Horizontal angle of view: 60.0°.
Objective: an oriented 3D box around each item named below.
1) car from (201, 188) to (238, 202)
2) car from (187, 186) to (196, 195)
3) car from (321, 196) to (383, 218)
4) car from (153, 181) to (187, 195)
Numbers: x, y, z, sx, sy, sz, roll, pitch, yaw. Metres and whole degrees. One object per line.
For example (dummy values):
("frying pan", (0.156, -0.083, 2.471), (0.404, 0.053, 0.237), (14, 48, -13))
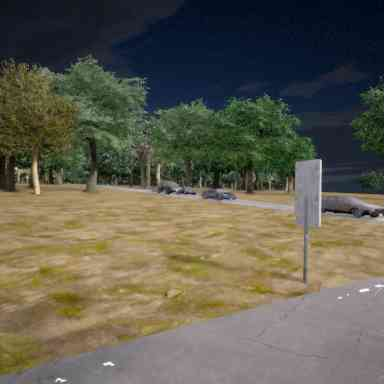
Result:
("car", (3.048, 0.289, 38.626), (2.033, 1.411, 5.357), (2, 1, -29))
("car", (-1.072, -0.233, 52.733), (1.994, 1.385, 4.181), (2, 2, -28))
("car", (11.048, 1.006, 23.960), (2.033, 1.411, 5.357), (2, 2, -28))
("car", (-3.431, -0.617, 50.595), (2.150, 2.045, 5.566), (2, 1, -28))
